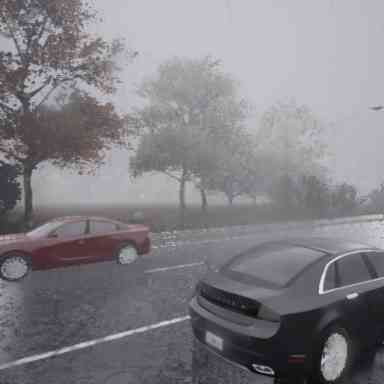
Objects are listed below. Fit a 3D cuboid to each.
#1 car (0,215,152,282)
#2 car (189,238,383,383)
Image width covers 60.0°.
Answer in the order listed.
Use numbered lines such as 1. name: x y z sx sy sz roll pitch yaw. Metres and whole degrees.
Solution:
1. car: -3.650 1.478 9.990 5.008 1.535 1.882 0 0 -36
2. car: 2.237 1.505 5.344 4.892 1.490 1.837 0 0 -36
